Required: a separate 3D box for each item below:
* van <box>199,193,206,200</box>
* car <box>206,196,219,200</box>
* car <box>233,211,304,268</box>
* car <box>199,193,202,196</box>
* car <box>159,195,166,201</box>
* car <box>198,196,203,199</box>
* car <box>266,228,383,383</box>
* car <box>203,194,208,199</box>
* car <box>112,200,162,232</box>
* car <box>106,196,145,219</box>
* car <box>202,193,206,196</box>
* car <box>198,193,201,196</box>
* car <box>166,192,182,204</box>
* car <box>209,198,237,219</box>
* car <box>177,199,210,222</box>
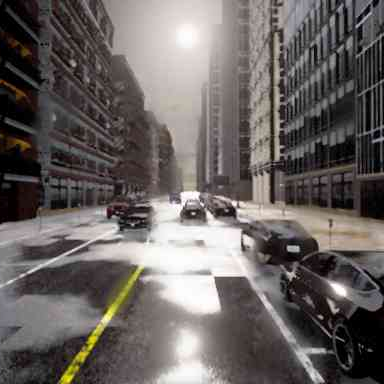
[{"bbox_3d":[2.688,1.088,84.416,1.690,1.788,3.998,1,0,0],"label":"van"},{"bbox_3d":[2.695,1.449,33.556,1.887,1.381,4.507,1,0,0],"label":"car"},{"bbox_3d":[2.699,1.536,10.952,1.947,1.339,4.313,1,0,0],"label":"car"},{"bbox_3d":[2.689,1.400,61.812,1.802,1.307,4.206,1,0,0],"label":"car"},{"bbox_3d":[-5.692,1.326,67.294,1.752,1.417,4.829,1,0,0],"label":"car"},{"bbox_3d":[0.090,1.480,41.534,1.895,1.301,4.718,0,0,0],"label":"car"},{"bbox_3d":[2.700,1.552,5.301,1.947,1.339,4.313,1,0,0],"label":"car"},{"bbox_3d":[2.695,1.327,39.208,1.967,1.590,4.097,1,0,0],"label":"car"},{"bbox_3d":[-3.105,1.449,19.818,1.837,1.490,4.892,0,0,0],"label":"car"},{"bbox_3d":[-5.681,1.235,27.905,2.192,1.841,5.009,1,0,0],"label":"car"},{"bbox_3d":[2.694,1.310,44.858,1.967,1.590,4.097,1,0,0],"label":"car"},{"bbox_3d":[2.686,1.365,73.115,1.802,1.307,4.206,1,0,0],"label":"car"},{"bbox_3d":[-3.036,1.040,61.219,2.150,2.045,5.566,0,0,1],"label":"car"},{"bbox_3d":[2.696,1.487,27.905,1.947,1.339,4.313,1,0,0],"label":"car"},{"bbox_3d":[0.095,1.491,25.532,1.994,1.385,4.181,0,0,0],"label":"car"}]
